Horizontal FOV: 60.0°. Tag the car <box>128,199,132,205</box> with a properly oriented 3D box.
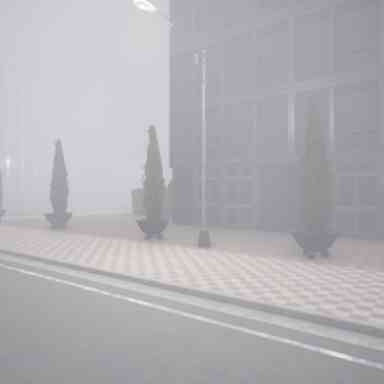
[{"bbox_3d":[-9.199,1.474,59.404,2.128,1.511,4.902,0,0,35],"label":"car"}]
